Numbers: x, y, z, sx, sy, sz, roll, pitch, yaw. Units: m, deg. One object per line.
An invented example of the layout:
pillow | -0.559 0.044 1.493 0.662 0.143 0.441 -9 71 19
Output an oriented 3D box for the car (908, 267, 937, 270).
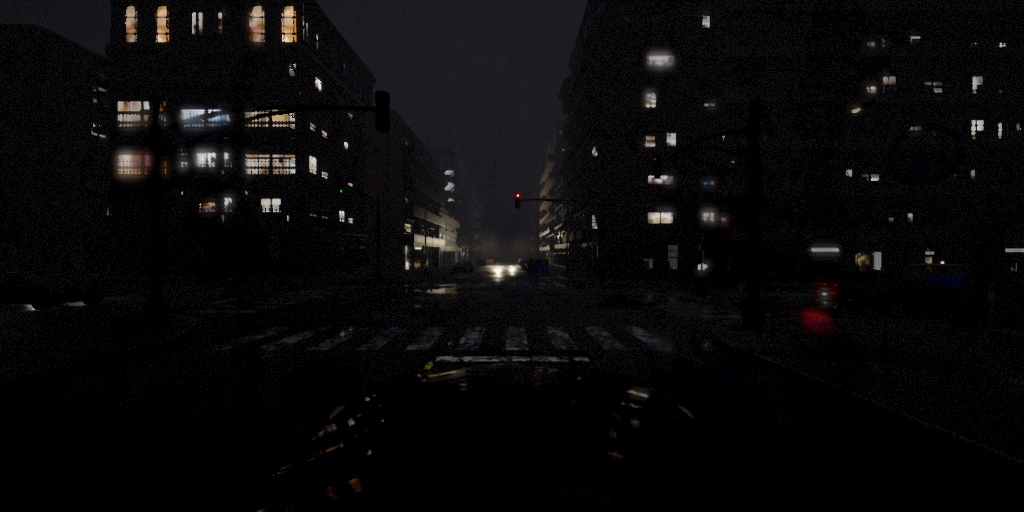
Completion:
car | 19.400 1.477 19.021 4.674 1.442 1.812 1 0 0

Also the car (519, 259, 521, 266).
car | 2.584 1.249 58.039 1.967 1.591 4.097 0 0 0

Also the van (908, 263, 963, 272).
van | 26.060 1.342 21.598 3.998 1.789 1.690 0 0 0

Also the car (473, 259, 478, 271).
car | -5.921 1.350 47.034 1.948 1.339 4.313 0 0 0

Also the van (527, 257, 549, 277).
van | 2.755 1.107 35.981 1.690 1.789 3.998 0 0 0

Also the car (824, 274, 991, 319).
car | 14.690 1.497 13.228 4.507 1.381 1.888 0 0 0

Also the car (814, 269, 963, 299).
car | 16.251 1.451 15.858 4.892 1.490 1.837 1 0 0

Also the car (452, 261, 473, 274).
car | -5.910 1.356 41.512 1.802 1.307 4.207 0 0 0

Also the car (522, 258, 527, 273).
car | 2.657 1.089 41.478 2.192 1.841 5.009 0 0 0

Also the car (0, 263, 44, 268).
car | -22.051 1.046 15.809 5.008 1.535 1.882 1 0 0

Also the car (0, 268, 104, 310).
car | -17.763 1.214 13.228 4.207 1.307 1.802 0 0 0
